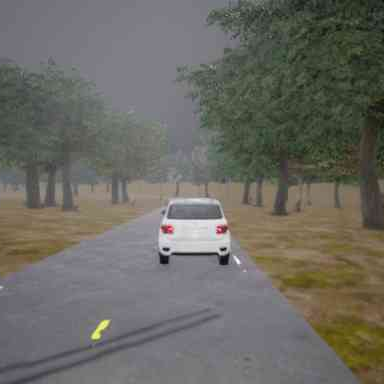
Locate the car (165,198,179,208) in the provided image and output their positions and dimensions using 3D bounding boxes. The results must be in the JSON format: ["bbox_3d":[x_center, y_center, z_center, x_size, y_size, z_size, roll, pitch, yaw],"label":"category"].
[{"bbox_3d":[-3.085,1.712,51.801,1.812,1.442,4.674,0,0,0],"label":"car"}]

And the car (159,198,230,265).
[{"bbox_3d":[0.048,1.241,11.929,2.150,2.045,5.566,0,-1,-1],"label":"car"}]

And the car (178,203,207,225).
[{"bbox_3d":[0.042,1.623,25.891,2.033,1.411,5.357,0,0,1],"label":"car"}]
